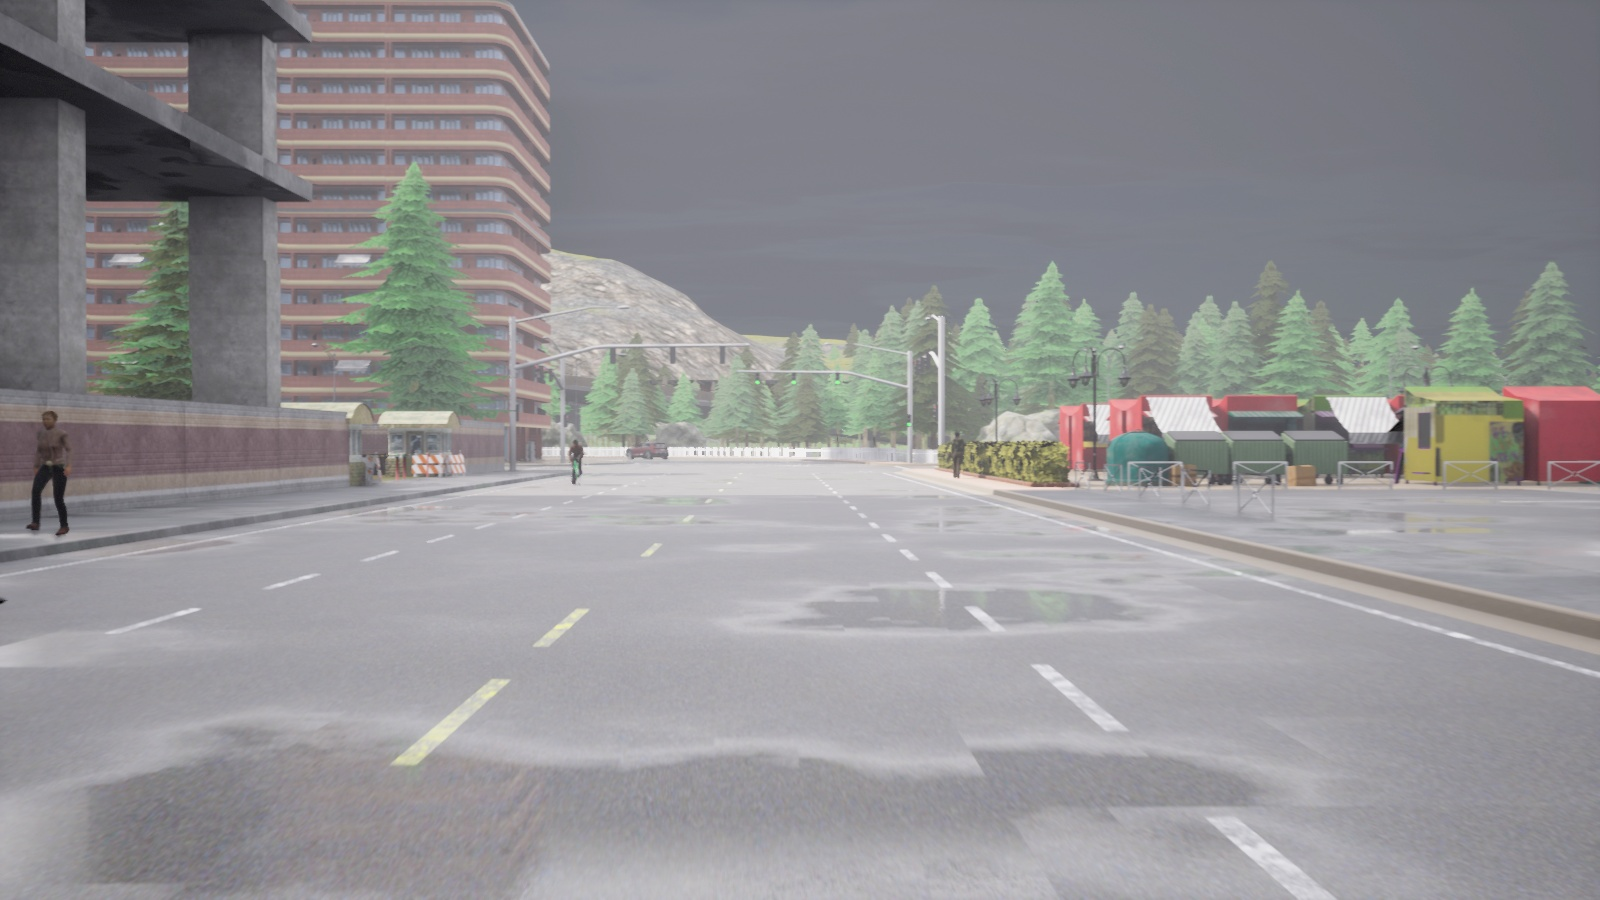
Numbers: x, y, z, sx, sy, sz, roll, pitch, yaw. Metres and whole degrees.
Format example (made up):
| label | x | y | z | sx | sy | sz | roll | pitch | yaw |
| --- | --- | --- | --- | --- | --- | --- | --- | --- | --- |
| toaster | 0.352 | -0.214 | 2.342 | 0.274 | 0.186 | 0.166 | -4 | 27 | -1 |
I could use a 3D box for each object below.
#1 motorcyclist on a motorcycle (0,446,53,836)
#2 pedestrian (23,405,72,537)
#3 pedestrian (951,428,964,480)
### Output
| label | x | y | z | sx | sy | sz | roll | pitch | yaw |
| --- | --- | --- | --- | --- | --- | --- | --- | --- | --- |
| motorcyclist on a motorcycle | -3.560 | 0.756 | 4.187 | 0.866 | 1.530 | 2.191 | 0 | 0 | -1 |
| pedestrian | -10.749 | 0.293 | 17.943 | 0.331 | 1.846 | 0.634 | 0 | 0 | -2 |
| pedestrian | 5.834 | 0.142 | 46.413 | 0.395 | 1.930 | 0.692 | 0 | 0 | 1 |
